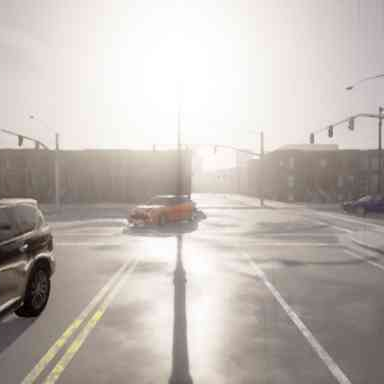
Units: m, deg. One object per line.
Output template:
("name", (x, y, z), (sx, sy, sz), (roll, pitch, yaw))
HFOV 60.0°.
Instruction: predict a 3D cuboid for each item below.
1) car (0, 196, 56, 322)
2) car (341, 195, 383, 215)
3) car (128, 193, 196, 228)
("car", (-3.662, 1.138, 4.197), (2.150, 2.045, 5.566), (0, 1, -1))
("car", (14.532, 0.982, 26.473), (5.008, 1.535, 1.882), (0, 1, 0))
("car", (-1.662, 0.990, 19.469), (2.097, 1.767, 4.553), (1, 1, 32))
